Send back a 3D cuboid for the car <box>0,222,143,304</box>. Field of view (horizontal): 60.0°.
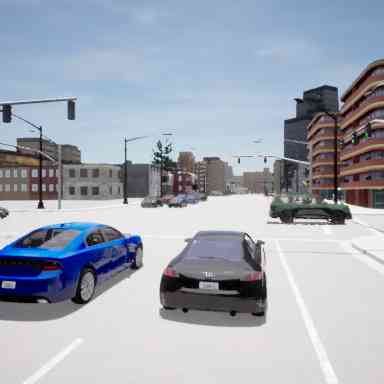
[{"bbox_3d":[-2.747,1.478,8.276,1.882,1.535,5.008,0,0,11],"label":"car"}]

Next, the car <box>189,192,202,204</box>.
[{"bbox_3d":[-0.087,1.249,56.284,1.812,1.442,4.674,0,1,11],"label":"car"}]

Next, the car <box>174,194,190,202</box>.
[{"bbox_3d":[-1.889,1.125,65.119,2.033,1.411,5.357,0,1,11],"label":"car"}]

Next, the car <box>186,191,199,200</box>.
[{"bbox_3d":[0.054,0.752,74.923,2.097,1.767,4.553,0,1,11],"label":"car"}]

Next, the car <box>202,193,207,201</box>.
[{"bbox_3d":[1.872,1.052,66.107,1.837,1.490,4.892,0,1,12],"label":"car"}]

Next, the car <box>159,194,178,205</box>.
[{"bbox_3d":[-3.795,1.226,55.468,1.882,1.535,5.008,0,1,11],"label":"car"}]

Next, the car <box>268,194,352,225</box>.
[{"bbox_3d":[8.186,1.203,23.470,5.566,2.045,2.150,0,0,10],"label":"car"}]

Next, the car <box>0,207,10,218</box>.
[{"bbox_3d":[-17.668,1.526,27.876,4.674,1.442,1.812,0,0,12],"label":"car"}]

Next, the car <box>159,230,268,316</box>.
[{"bbox_3d":[0.690,1.564,7.630,1.994,1.385,4.181,0,0,12],"label":"car"}]

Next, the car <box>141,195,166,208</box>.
[{"bbox_3d":[-5.557,1.230,46.502,2.097,1.767,4.553,0,1,11],"label":"car"}]

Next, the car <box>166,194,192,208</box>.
[{"bbox_3d":[-1.921,1.409,46.879,2.033,1.411,5.357,0,1,11],"label":"car"}]
